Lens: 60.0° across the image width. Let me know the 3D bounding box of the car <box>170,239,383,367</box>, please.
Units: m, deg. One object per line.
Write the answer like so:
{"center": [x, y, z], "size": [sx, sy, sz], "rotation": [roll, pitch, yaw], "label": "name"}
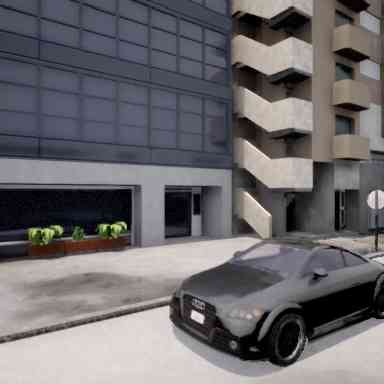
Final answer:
{"center": [1.707, 1.564, 5.803], "size": [4.181, 1.385, 1.994], "rotation": [0, 0, -35], "label": "car"}
